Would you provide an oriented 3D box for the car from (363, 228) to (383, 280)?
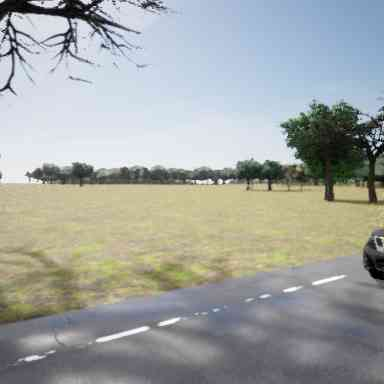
[{"bbox_3d":[6.843,1.237,8.809,5.566,2.045,2.150,0,0,-35],"label":"car"}]
